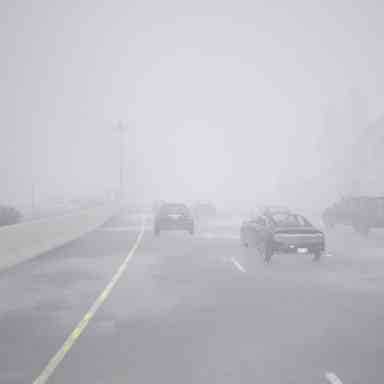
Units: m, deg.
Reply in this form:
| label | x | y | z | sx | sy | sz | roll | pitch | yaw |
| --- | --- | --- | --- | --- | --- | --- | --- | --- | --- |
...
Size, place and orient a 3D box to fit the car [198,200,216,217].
| label | x | y | z | sx | sy | sz | roll | pitch | yaw |
| --- | --- | --- | --- | --- | --- | --- | --- | --- | --- |
| car | 0.953 | 1.491 | 30.714 | 2.128 | 1.511 | 4.902 | 0 | 0 | -8 |

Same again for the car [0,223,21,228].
| label | x | y | z | sx | sy | sz | roll | pitch | yaw |
| --- | --- | --- | --- | --- | --- | --- | --- | --- | --- |
| car | -11.928 | 1.519 | 20.045 | 2.128 | 1.511 | 4.902 | 0 | 0 | -7 |

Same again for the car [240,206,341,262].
| label | x | y | z | sx | sy | sz | roll | pitch | yaw |
| --- | --- | --- | --- | --- | --- | --- | --- | --- | --- |
| car | 3.054 | 1.485 | 12.089 | 2.128 | 1.511 | 4.902 | 0 | 0 | -4 |

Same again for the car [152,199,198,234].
| label | x | y | z | sx | sy | sz | roll | pitch | yaw |
| --- | --- | --- | --- | --- | --- | --- | --- | --- | --- |
| car | -1.116 | 1.356 | 19.286 | 2.097 | 1.767 | 4.553 | 0 | 0 | -6 |

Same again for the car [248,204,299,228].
| label | x | y | z | sx | sy | sz | roll | pitch | yaw |
| --- | --- | --- | --- | --- | --- | --- | --- | --- | --- |
| car | 5.509 | 1.590 | 23.079 | 1.895 | 1.301 | 4.718 | 0 | 0 | -7 |

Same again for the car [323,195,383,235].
| label | x | y | z | sx | sy | sz | roll | pitch | yaw |
| --- | --- | --- | --- | --- | --- | --- | --- | --- | --- |
| car | 9.522 | 1.201 | 18.730 | 2.150 | 2.045 | 5.566 | 0 | 0 | -6 |
